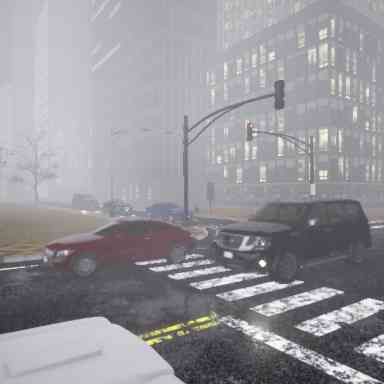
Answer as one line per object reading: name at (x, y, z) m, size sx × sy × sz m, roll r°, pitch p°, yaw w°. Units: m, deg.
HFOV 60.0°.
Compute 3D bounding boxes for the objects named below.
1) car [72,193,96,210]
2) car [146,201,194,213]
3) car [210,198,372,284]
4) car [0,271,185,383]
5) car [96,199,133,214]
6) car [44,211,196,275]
car at (-13.819, 1.224, 42.912) m, size 2.150 × 2.045 × 5.566 m, roll 0°, pitch 0°, yaw -35°
car at (-1.755, 1.484, 25.815) m, size 1.882 × 1.535 × 5.008 m, roll 0°, pitch 0°, yaw -36°
car at (3.162, 1.224, 9.936) m, size 5.566 × 2.045 × 2.150 m, roll 0°, pitch 0°, yaw -36°
car at (-2.245, 1.601, 1.841) m, size 4.718 × 1.301 × 1.895 m, roll 0°, pitch 0°, yaw -36°
car at (-7.733, 1.497, 34.275) m, size 2.128 × 1.511 × 4.902 m, roll 0°, pitch 0°, yaw -35°
car at (-2.014, 1.526, 10.236) m, size 4.674 × 1.442 × 1.812 m, roll 0°, pitch 0°, yaw -36°
